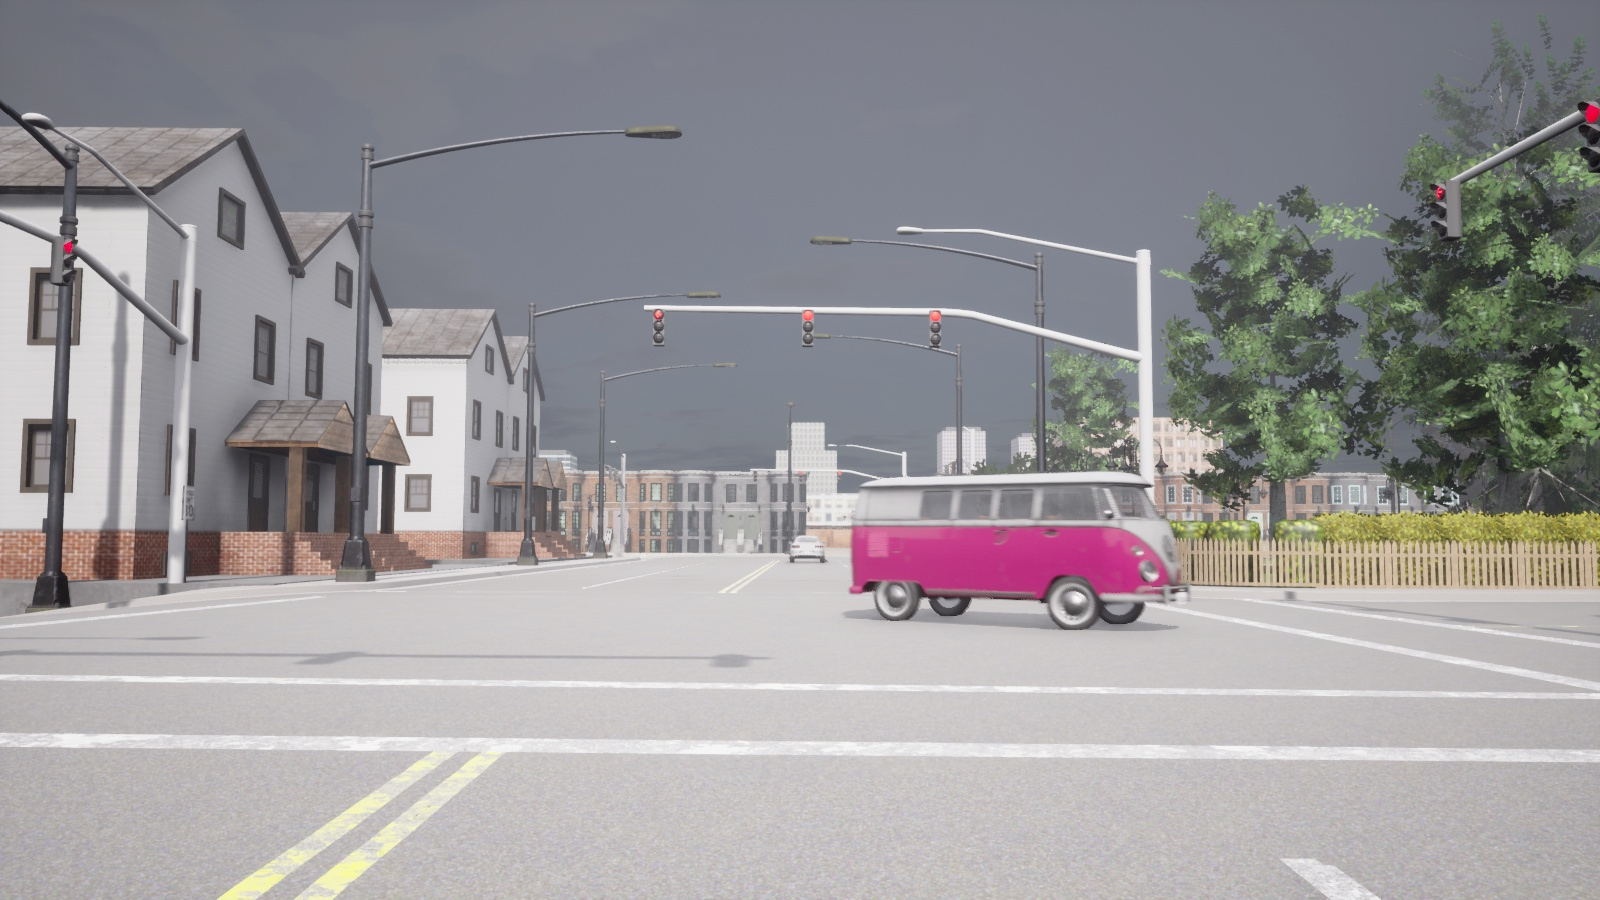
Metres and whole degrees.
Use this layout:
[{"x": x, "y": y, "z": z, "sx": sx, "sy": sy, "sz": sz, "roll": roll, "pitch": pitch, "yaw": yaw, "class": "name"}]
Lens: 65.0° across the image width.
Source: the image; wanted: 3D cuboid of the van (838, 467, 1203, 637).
[{"x": 2.853, "y": 1.318, "z": 16.750, "sx": 4.442, "sy": 1.987, "sz": 1.775, "roll": -2, "pitch": -5, "yaw": 35, "class": "van"}]

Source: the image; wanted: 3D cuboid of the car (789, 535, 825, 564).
[{"x": 0.369, "y": 5.253, "z": 66.562, "sx": 1.812, "sy": 1.442, "sz": 4.674, "roll": 0, "pitch": -4, "yaw": 0, "class": "car"}]
